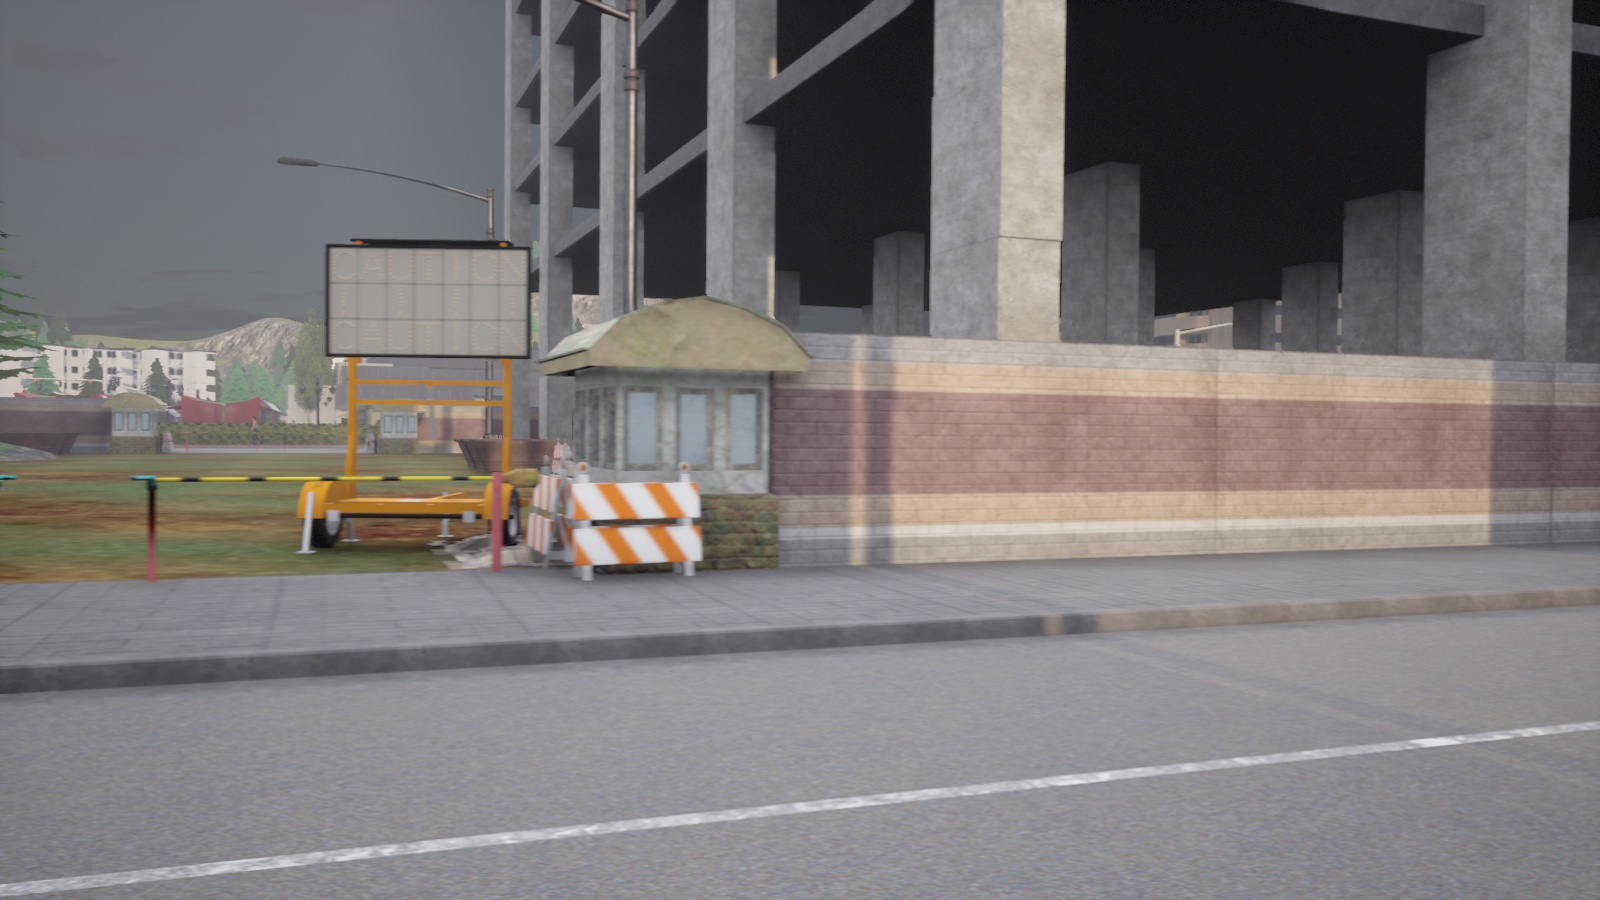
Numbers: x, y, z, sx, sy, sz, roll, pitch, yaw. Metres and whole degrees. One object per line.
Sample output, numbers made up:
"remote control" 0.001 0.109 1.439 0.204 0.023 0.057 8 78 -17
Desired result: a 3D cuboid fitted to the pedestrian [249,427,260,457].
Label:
"pedestrian" -33.156 -0.486 76.329 0.594 1.836 0.345 -1 1 -20
